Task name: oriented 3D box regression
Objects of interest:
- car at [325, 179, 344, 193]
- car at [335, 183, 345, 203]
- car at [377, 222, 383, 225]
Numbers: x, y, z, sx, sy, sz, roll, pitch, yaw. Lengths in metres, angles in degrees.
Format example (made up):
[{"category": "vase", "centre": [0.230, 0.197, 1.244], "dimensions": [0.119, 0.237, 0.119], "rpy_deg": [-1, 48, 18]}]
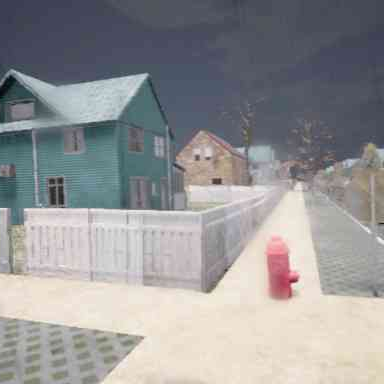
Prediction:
[{"category": "car", "centre": [18.464, -0.841, 43.038], "dimensions": [2.097, 1.767, 4.553], "rpy_deg": [-2, 2, 18]}, {"category": "car", "centre": [13.437, 0.138, 27.711], "dimensions": [1.895, 1.301, 4.718], "rpy_deg": [-2, 2, 18]}, {"category": "car", "centre": [9.514, 0.692, 15.575], "dimensions": [1.994, 1.385, 4.181], "rpy_deg": [-2, 2, 18]}]
